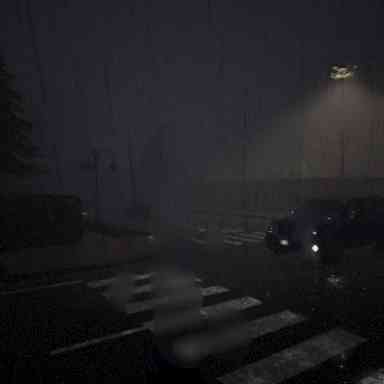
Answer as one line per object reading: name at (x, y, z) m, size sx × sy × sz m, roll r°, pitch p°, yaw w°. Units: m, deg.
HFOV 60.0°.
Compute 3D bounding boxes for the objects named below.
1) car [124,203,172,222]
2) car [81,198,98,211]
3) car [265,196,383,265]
car at (-3.442, 1.522, 25.705) m, size 1.895 × 1.301 × 4.718 m, roll 0°, pitch 0°, yaw -35°
car at (-12.760, 1.378, 38.932) m, size 2.033 × 1.411 × 5.357 m, roll 0°, pitch 0°, yaw -35°
car at (5.075, 1.173, 11.801) m, size 5.566 × 2.045 × 2.150 m, roll 0°, pitch 0°, yaw -36°
